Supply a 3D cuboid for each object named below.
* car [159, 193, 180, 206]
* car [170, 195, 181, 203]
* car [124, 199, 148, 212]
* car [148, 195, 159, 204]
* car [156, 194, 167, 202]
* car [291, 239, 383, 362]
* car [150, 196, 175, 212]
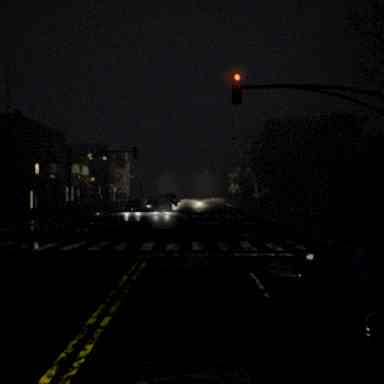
[{"bbox_3d":[-3.376,1.164,52.022,2.150,2.045,5.566,0,1,0],"label":"car"},{"bbox_3d":[-3.350,1.411,67.059,1.882,1.535,5.008,0,1,0],"label":"car"},{"bbox_3d":[-6.630,1.507,38.672,2.033,1.411,5.357,0,0,-3],"label":"car"},{"bbox_3d":[-6.613,1.490,57.100,2.033,1.411,5.357,0,0,0],"label":"car"},{"bbox_3d":[-6.600,1.270,72.520,2.097,1.767,4.553,0,0,0],"label":"car"},{"bbox_3d":[3.353,1.541,5.791,2.033,1.411,5.357,0,0,0],"label":"car"},{"bbox_3d":[-3.352,1.524,38.565,1.994,1.385,4.181,0,0,0],"label":"car"}]
